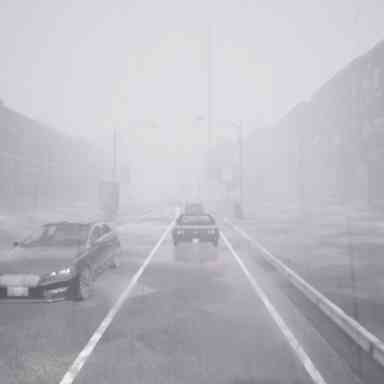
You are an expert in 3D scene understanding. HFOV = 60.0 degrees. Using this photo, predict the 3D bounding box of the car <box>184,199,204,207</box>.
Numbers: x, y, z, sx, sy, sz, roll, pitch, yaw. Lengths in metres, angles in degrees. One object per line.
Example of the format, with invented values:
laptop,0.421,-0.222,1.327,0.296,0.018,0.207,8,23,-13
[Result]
car,0.240,1.461,33.607,1.882,1.535,5.008,0,0,0

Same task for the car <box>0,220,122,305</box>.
car,-3.068,1.492,8.325,2.128,1.511,4.902,0,0,0

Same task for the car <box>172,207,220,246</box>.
car,0.162,1.602,15.244,1.895,1.301,4.718,0,0,0

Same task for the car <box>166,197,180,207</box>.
car,-2.863,1.486,50.248,1.895,1.301,4.718,0,0,1
